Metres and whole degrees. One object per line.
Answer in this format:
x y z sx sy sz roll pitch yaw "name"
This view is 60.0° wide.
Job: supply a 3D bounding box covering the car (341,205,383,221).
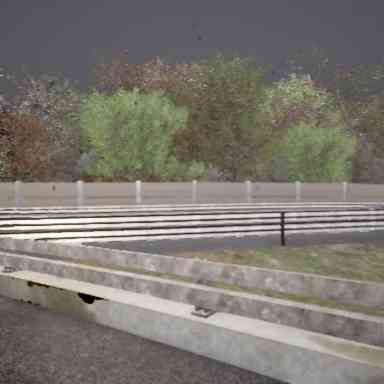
11.604 1.498 20.875 4.181 1.385 1.994 0 0 -15 "car"
